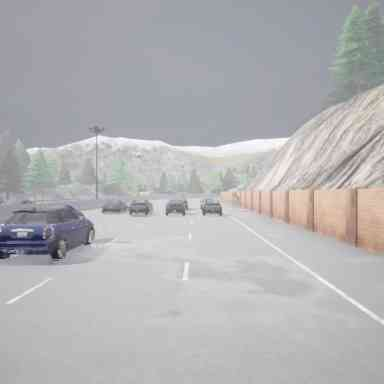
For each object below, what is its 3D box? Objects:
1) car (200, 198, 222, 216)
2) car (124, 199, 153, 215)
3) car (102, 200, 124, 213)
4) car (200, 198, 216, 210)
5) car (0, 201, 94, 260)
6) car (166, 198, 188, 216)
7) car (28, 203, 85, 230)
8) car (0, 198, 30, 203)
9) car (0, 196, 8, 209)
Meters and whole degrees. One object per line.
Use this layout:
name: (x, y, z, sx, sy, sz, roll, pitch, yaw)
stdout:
car: (1.929, 1.491, 32.757, 2.128, 1.511, 4.902, 0, 0, 1)
car: (-5.063, 1.491, 33.485, 2.128, 1.511, 4.902, 0, 0, 1)
car: (-8.526, 1.564, 36.900, 1.994, 1.385, 4.181, 0, 0, 1)
car: (2.037, 1.525, 43.205, 1.812, 1.442, 4.674, 0, 0, 1)
car: (-5.286, 1.352, 12.552, 2.097, 1.767, 4.553, 0, 0, 1)
car: (-1.570, 1.505, 32.942, 1.837, 1.490, 4.892, 0, 0, 0)
car: (-8.688, 1.526, 21.776, 1.812, 1.442, 4.674, 0, 0, 1)
car: (-19.130, 1.505, 36.723, 1.882, 1.535, 5.008, 0, 0, 1)
car: (-22.630, 1.218, 36.760, 1.837, 1.490, 4.892, 0, 0, 1)
